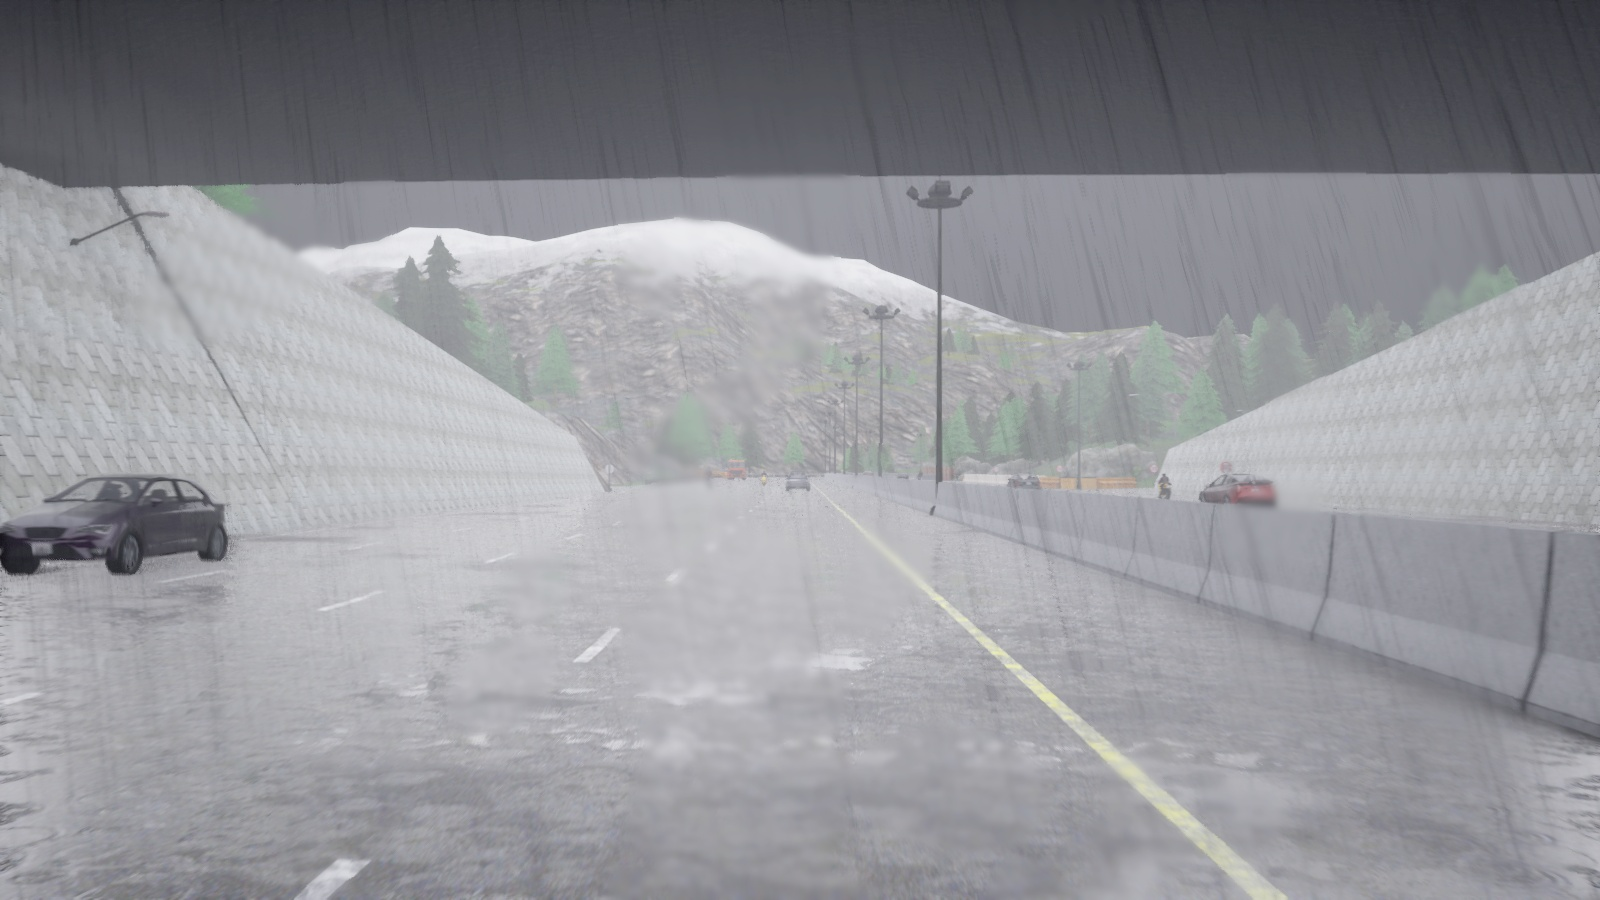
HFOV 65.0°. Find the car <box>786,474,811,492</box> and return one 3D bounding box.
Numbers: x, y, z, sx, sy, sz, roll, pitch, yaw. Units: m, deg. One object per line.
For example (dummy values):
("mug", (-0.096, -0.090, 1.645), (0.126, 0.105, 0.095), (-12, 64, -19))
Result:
("car", (-0.143, 2.556, 97.986), (1.895, 1.301, 4.718), (0, -1, 0))

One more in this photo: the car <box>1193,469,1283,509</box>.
("car", (17.418, 1.532, 50.202), (2.007, 1.525, 4.514), (0, -1, 0))

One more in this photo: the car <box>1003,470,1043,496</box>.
("car", (13.882, 2.050, 78.272), (1.789, 1.549, 3.705), (0, -1, 0))

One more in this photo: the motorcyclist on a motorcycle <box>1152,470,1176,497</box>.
("motorcyclist on a motorcycle", (20.890, 1.920, 72.098), (0.797, 1.523, 2.044), (0, -1, 0))

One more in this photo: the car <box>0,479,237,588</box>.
("car", (-10.541, 1.195, 19.390), (1.816, 1.474, 4.193), (0, -1, 0))
